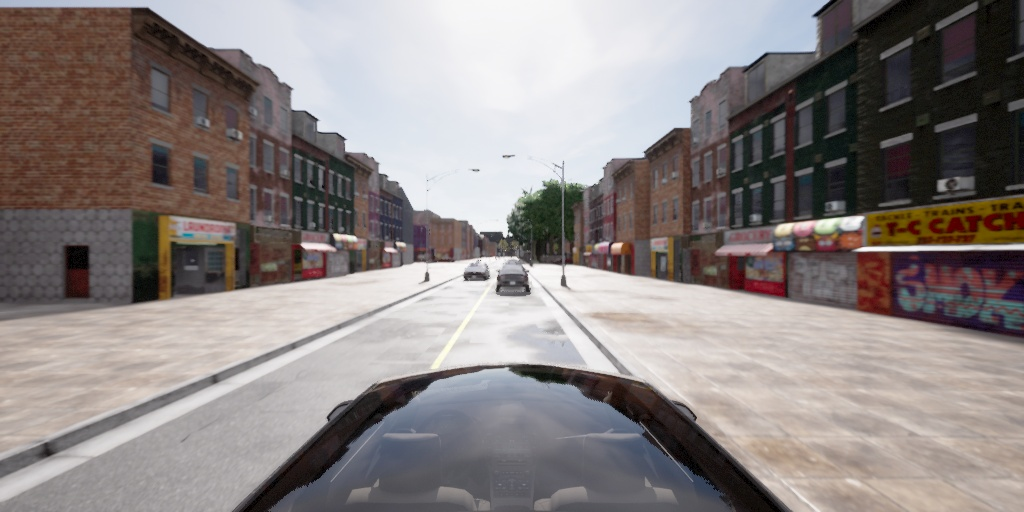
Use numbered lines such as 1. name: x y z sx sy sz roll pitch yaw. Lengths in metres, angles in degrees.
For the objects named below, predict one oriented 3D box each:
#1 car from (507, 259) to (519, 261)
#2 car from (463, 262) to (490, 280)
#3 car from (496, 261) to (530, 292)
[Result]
1. car: 0.088 1.093 42.868 1.837 1.490 4.892 0 0 0
2. car: -2.790 1.188 29.437 2.033 1.411 5.357 0 0 1
3. car: 0.053 1.199 20.688 1.812 1.442 4.674 0 0 0
